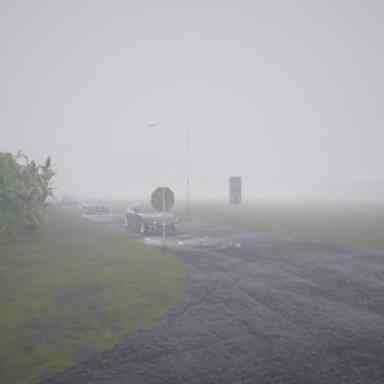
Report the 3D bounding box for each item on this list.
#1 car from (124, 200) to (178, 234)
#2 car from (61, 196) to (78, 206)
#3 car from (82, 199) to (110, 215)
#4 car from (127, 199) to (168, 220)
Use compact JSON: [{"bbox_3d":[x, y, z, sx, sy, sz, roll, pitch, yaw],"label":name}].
[{"bbox_3d":[-2.422,1.375,18.663,1.837,1.490,4.892,-1,1,-28],"label":"car"},{"bbox_3d":[-17.840,1.247,48.319,2.033,1.411,5.357,-1,1,-28],"label":"car"},{"bbox_3d":[-9.067,1.363,31.363,1.994,1.385,4.181,-1,0,-27],"label":"car"},{"bbox_3d":[-3.768,1.375,27.382,1.994,1.385,4.181,-1,0,-28],"label":"car"}]
